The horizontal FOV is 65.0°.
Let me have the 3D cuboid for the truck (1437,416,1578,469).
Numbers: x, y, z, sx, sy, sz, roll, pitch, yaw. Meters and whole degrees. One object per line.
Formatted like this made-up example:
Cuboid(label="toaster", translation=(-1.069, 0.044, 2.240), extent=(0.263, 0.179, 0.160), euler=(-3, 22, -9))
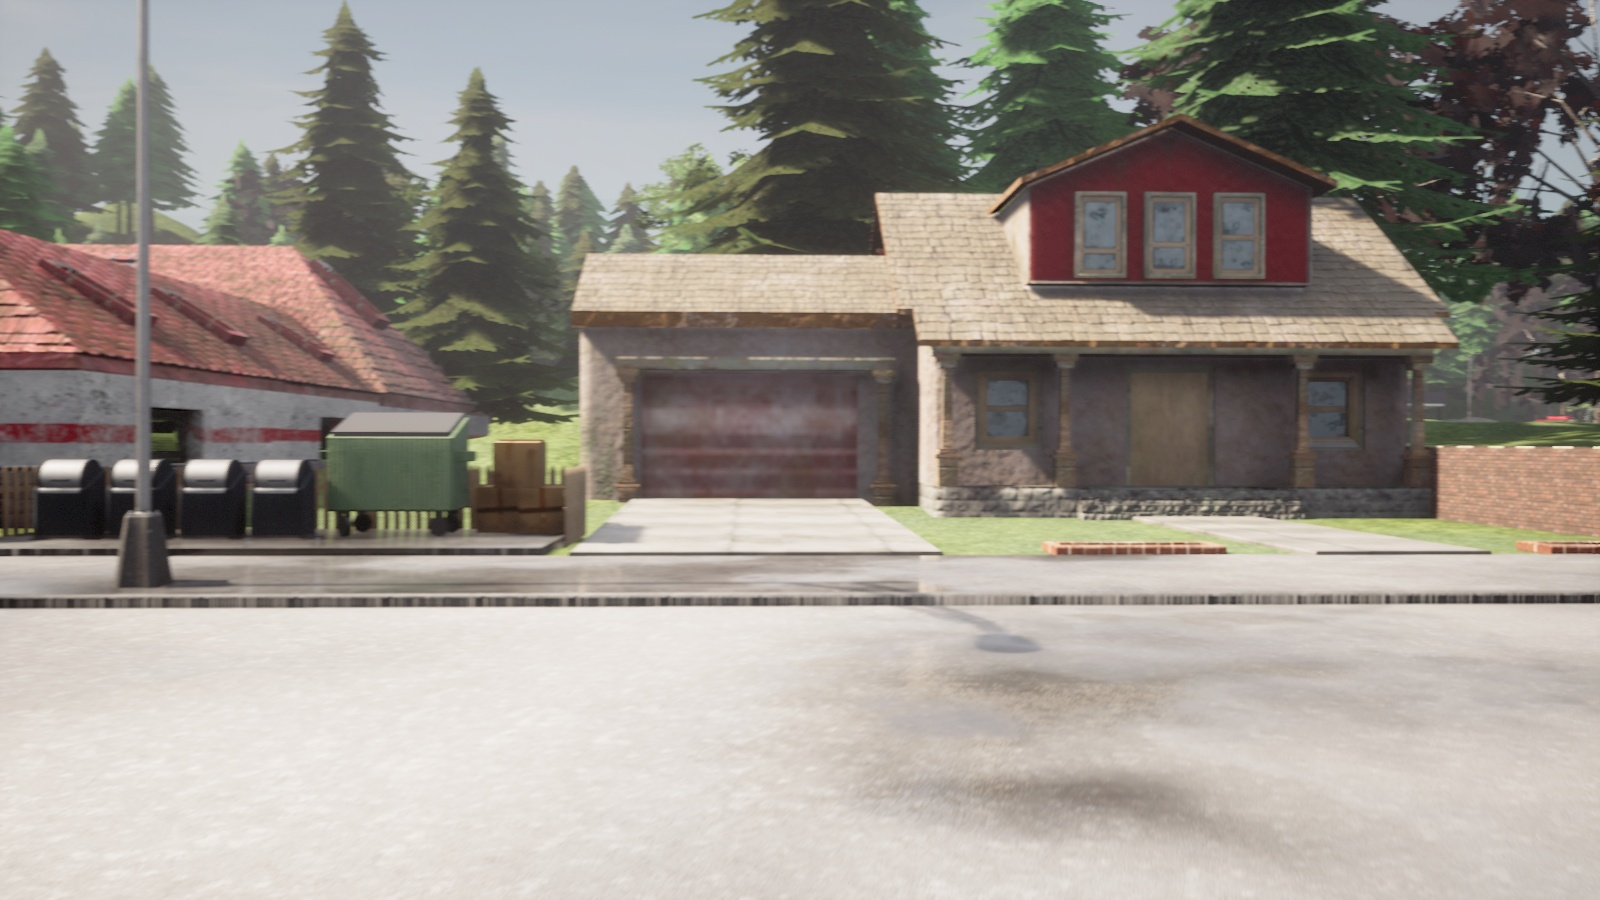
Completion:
Cuboid(label="truck", translation=(48.332, -0.541, 85.944), extent=(7.936, 3.462, 2.891), euler=(1, 0, 40))
